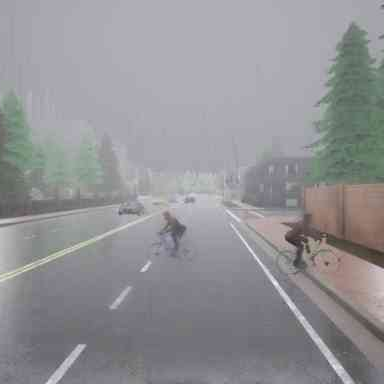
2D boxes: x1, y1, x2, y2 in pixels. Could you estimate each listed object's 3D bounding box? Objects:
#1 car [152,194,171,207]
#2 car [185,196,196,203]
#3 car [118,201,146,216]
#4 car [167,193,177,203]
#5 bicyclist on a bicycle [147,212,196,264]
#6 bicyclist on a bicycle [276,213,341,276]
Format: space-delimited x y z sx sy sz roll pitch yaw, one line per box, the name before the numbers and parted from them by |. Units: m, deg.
car | -4.845 1.477 50.475 1.882 1.535 5.008 0 0 3
car | -0.342 1.477 67.855 1.882 1.535 5.008 0 0 3
car | -5.711 1.563 31.893 1.994 1.385 4.181 0 0 3
car | -4.036 1.501 66.422 1.837 1.490 4.892 0 0 3
bicyclist on a bicycle | -0.633 1.446 10.504 1.656 1.620 0.582 -1 0 -21
bicyclist on a bicycle | 2.970 1.396 8.751 1.656 1.620 0.582 -8 -5 30
